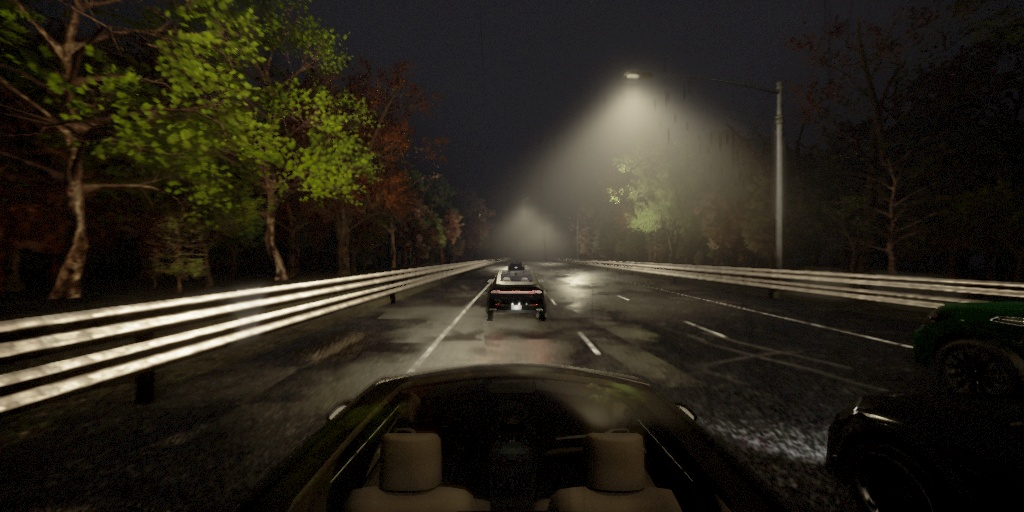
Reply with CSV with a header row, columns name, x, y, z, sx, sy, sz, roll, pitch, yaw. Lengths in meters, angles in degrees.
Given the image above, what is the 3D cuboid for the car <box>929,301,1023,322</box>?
name,x,y,z,sx,sy,sz,roll,pitch,yaw
car,7.105,0.973,2.946,2.150,2.045,5.566,0,0,0

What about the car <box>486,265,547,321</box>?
name,x,y,z,sx,sy,sz,roll,pitch,yaw
car,0.139,1.241,12.566,2.128,1.511,4.902,0,0,0

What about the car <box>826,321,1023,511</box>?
name,x,y,z,sx,sy,sz,roll,pitch,yaw
car,3.606,1.315,1.229,1.994,1.385,4.181,0,0,0

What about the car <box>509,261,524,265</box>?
name,x,y,z,sx,sy,sz,roll,pitch,yaw
car,0.529,1.310,43.400,1.994,1.385,4.181,0,0,1
